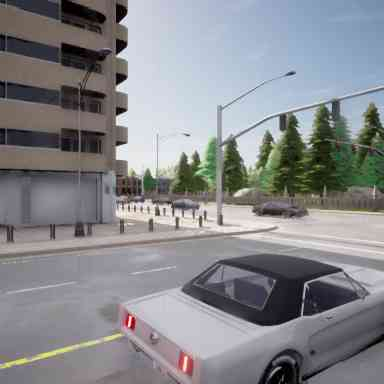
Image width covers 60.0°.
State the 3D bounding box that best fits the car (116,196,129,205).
[{"bbox_3d":[-13.688,1.581,60.226,1.812,1.442,4.674,0,0,-35],"label":"car"}]

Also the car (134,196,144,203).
[{"bbox_3d":[-11.624,1.581,69.502,1.812,1.442,4.674,0,0,-36],"label":"car"}]

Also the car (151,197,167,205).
[{"bbox_3d":[-5.593,1.603,61.145,2.033,1.411,5.357,0,0,-36],"label":"car"}]

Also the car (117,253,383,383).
[{"bbox_3d":[1.480,1.601,4.833,4.718,1.301,1.895,0,0,-35],"label":"car"}]

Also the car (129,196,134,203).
[{"bbox_3d":[-14.240,1.533,67.153,1.882,1.535,5.008,0,0,-36],"label":"car"}]

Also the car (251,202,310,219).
[{"bbox_3d":[7.854,1.603,30.150,2.033,1.411,5.357,0,0,-37],"label":"car"}]

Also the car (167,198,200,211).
[{"bbox_3d":[-0.866,1.582,42.259,1.812,1.442,4.674,0,0,-36],"label":"car"}]
